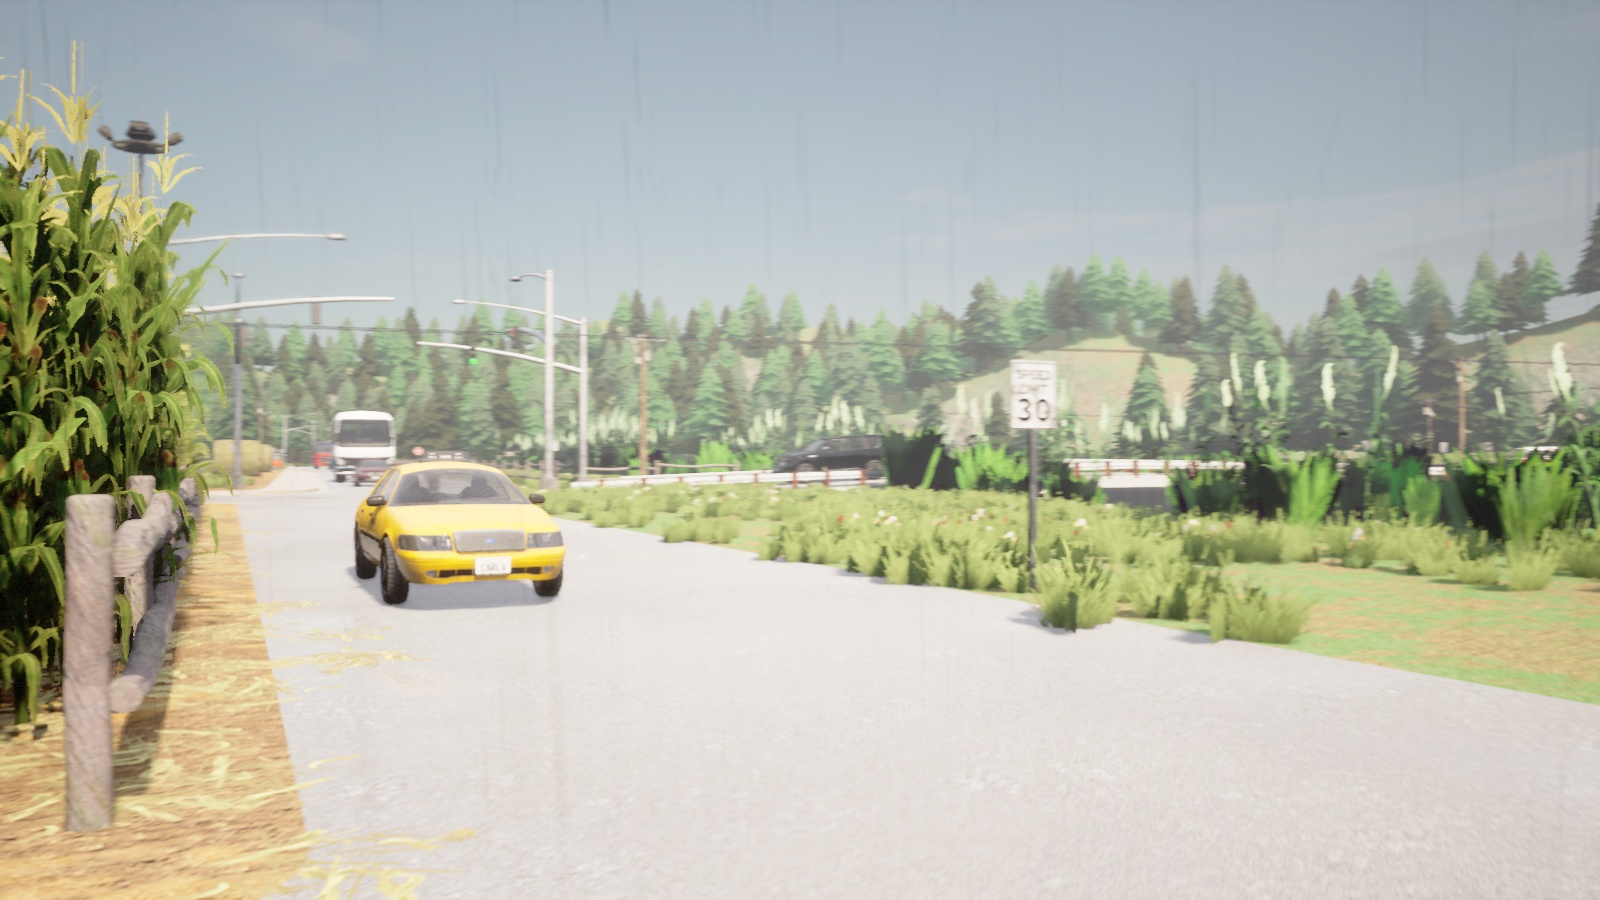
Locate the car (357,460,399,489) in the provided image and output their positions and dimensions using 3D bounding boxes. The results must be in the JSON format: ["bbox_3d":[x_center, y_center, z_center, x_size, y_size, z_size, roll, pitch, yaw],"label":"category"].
[{"bbox_3d":[-21.797,1.240,64.830,1.812,1.442,4.674,0,0,-22],"label":"car"}]

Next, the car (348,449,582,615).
[{"bbox_3d":[-4.123,0.796,14.727,1.801,1.575,5.366,0,0,-24],"label":"car"}]

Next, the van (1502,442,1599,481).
[{"bbox_3d":[40.764,0.633,67.881,4.480,2.038,2.069,0,-1,-4],"label":"van"}]

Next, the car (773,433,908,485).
[{"bbox_3d":[1.801,0.385,56.291,5.566,2.045,2.150,-3,1,-19],"label":"car"}]

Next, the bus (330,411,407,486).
[{"bbox_3d":[-26.483,-0.067,76.685,3.944,4.253,10.273,0,0,-22],"label":"bus"}]
